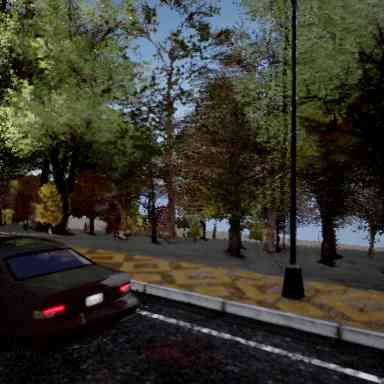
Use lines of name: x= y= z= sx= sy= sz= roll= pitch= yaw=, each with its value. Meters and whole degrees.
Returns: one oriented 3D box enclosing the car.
car: x=-3.414 y=1.546 z=6.083 sx=5.357 sy=1.411 sz=2.033 roll=0 pitch=0 yaw=35
